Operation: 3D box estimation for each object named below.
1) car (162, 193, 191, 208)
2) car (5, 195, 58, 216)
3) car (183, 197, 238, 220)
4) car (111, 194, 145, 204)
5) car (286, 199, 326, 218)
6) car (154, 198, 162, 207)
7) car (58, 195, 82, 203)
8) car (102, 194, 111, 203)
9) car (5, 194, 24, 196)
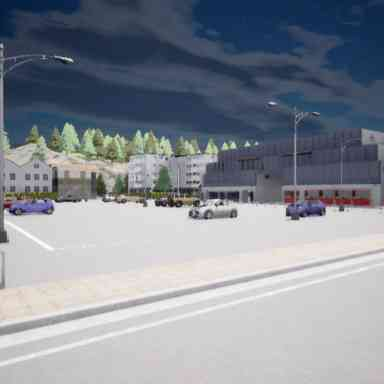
[{"bbox_3d":[-1.079,1.061,43.066,4.605,1.855,1.932,0,0,-35],"label":"car"},{"bbox_3d":[-14.219,1.281,29.483,3.633,1.501,1.845,0,0,-35],"label":"car"},{"bbox_3d":[1.660,1.349,25.946,3.806,1.475,1.970,0,0,-35],"label":"car"},{"bbox_3d":[-10.408,1.116,55.700,5.027,1.636,2.152,0,0,-35],"label":"car"},{"bbox_3d":[9.450,1.339,27.752,3.633,1.501,1.845,0,0,-35],"label":"car"},{"bbox_3d":[-3.081,1.040,45.212,3.866,1.878,1.905,0,0,-35],"label":"car"},{"bbox_3d":[-22.224,1.258,59.742,4.514,1.523,2.007,0,0,-35],"label":"car"},{"bbox_3d":[-14.348,1.194,60.776,3.806,1.475,1.970,0,0,-35],"label":"car"},{"bbox_3d":[-19.907,1.259,37.700,4.514,1.523,2.007,0,0,-35],"label":"car"}]
